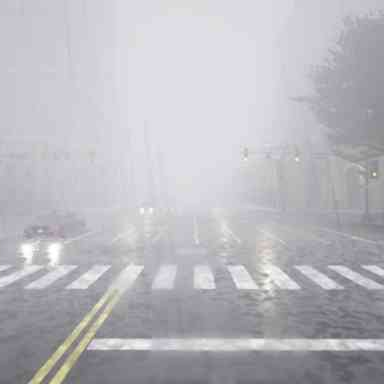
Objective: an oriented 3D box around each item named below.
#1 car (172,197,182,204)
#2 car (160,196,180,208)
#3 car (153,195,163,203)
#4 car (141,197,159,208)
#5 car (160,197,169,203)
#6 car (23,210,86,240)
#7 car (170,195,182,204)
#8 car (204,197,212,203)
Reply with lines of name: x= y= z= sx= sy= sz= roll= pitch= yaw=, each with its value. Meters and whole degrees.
car: x=-3.344 y=1.929 z=75.258 sx=1.994 sy=1.385 sz=4.181 roll=0 pitch=0 yaw=1
car: x=-3.585 y=1.824 z=55.385 sx=2.033 sy=1.411 sz=5.357 roll=0 pitch=0 yaw=0
car: x=-6.942 y=1.559 z=67.150 sx=2.150 sy=2.045 sz=5.566 roll=0 pitch=-1 yaw=2
car: x=-7.085 y=1.873 z=54.406 sx=1.895 sy=1.301 sz=4.718 roll=0 pitch=0 yaw=0
car: x=-6.776 y=2.004 z=81.748 sx=1.895 sy=1.301 sz=4.718 roll=0 pitch=0 yaw=1
car: x=-7.097 y=1.652 z=17.555 sx=1.994 sy=1.385 sz=4.181 roll=0 pitch=0 yaw=0
car: x=-3.484 y=1.549 z=65.428 sx=2.150 sy=2.045 sz=5.566 roll=0 pitch=0 yaw=1
car: x=3.689 y=1.916 z=78.282 sx=2.128 sy=1.511 sz=4.902 roll=0 pitch=0 yaw=1
